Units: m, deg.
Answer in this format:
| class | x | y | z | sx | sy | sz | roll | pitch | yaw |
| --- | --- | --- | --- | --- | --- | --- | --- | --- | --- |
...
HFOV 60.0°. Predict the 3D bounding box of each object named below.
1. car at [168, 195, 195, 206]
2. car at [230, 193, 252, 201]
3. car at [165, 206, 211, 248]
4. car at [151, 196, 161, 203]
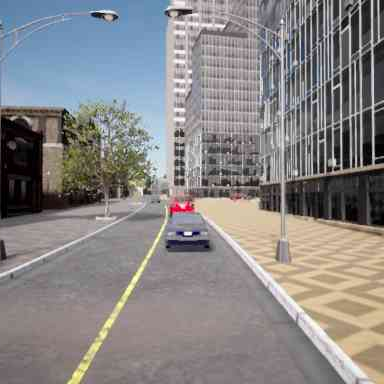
| class | x | y | z | sx | sy | sz | roll | pitch | yaw |
| --- | --- | --- | --- | --- | --- | --- | --- | --- | --- |
| car | -0.903 | 1.265 | 29.752 | 2.150 | 2.045 | 5.566 | 0 | 0 | -3 |
| car | 10.937 | 1.215 | 74.663 | 5.009 | 1.841 | 2.192 | 0 | -1 | 12 |
| car | -0.225 | 1.566 | 14.693 | 2.033 | 1.411 | 5.357 | 0 | 0 | -2 |
| car | -7.354 | 1.514 | 67.276 | 1.882 | 1.535 | 5.008 | 0 | 0 | -8 |
